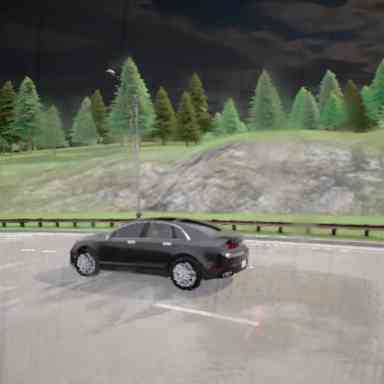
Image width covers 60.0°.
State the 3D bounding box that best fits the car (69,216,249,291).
[{"bbox_3d":[-0.989,1.398,8.609,4.892,1.490,1.837,-1,-1,27],"label":"car"}]
